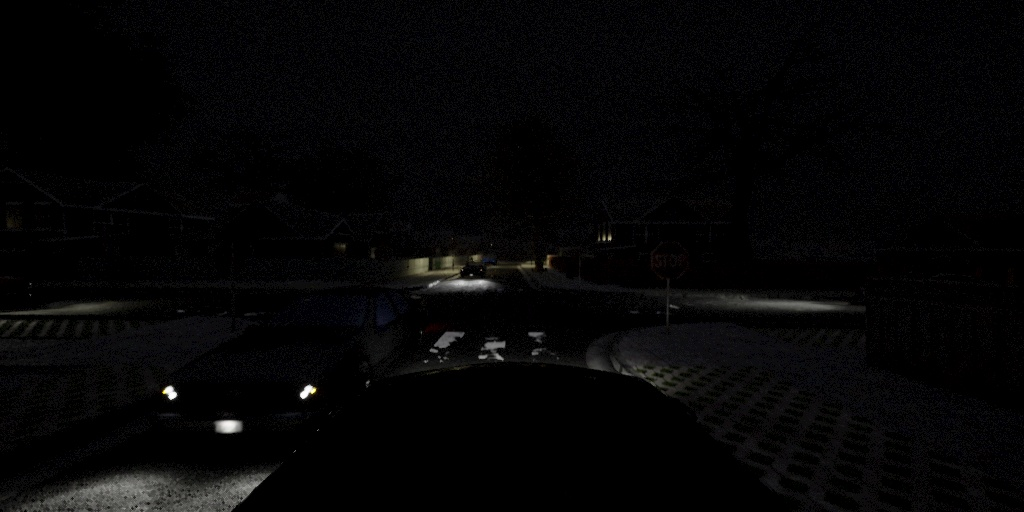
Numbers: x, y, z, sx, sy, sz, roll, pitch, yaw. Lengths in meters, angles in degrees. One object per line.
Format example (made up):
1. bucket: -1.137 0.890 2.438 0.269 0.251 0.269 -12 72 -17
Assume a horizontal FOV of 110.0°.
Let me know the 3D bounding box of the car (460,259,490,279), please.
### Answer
1. car: -3.120 1.128 29.662 1.895 1.301 4.718 0 1 -1

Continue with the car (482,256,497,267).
1. car: -3.405 0.732 54.821 1.882 1.535 5.008 0 1 2

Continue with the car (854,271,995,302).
1. car: 17.455 1.395 15.194 4.902 1.511 2.128 1 1 0

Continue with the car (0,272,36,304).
1. car: -19.420 0.985 12.134 5.008 1.535 1.882 0 1 0

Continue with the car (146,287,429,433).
1. car: -2.805 1.267 6.169 2.033 1.411 5.357 0 0 -1
